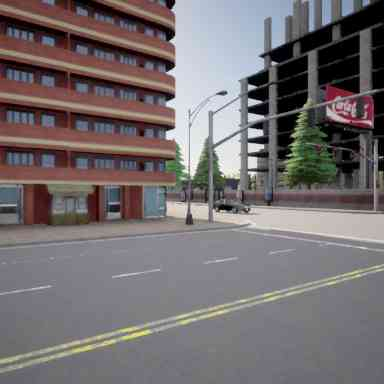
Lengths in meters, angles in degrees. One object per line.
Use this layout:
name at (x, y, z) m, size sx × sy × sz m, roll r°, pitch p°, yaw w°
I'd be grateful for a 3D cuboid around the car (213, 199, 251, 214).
car at (4.209, 1.491, 35.904) m, size 2.128 × 1.511 × 4.902 m, roll 0°, pitch 0°, yaw -35°
